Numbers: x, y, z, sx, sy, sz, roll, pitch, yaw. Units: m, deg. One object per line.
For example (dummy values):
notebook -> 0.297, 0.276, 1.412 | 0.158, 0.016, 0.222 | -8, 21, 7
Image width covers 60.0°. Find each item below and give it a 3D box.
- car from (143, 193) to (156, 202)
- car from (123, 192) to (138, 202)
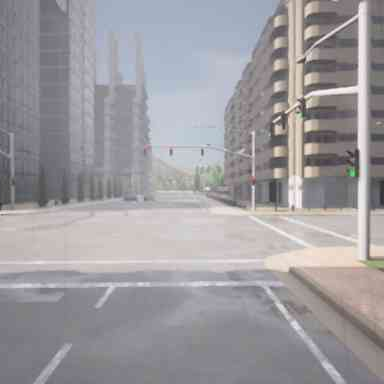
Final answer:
car -> -7.764, 1.010, 60.771 | 1.837, 1.490, 4.892 | 0, 1, 0
car -> -11.266, 0.865, 60.808 | 2.097, 1.767, 4.553 | 0, 0, 0
